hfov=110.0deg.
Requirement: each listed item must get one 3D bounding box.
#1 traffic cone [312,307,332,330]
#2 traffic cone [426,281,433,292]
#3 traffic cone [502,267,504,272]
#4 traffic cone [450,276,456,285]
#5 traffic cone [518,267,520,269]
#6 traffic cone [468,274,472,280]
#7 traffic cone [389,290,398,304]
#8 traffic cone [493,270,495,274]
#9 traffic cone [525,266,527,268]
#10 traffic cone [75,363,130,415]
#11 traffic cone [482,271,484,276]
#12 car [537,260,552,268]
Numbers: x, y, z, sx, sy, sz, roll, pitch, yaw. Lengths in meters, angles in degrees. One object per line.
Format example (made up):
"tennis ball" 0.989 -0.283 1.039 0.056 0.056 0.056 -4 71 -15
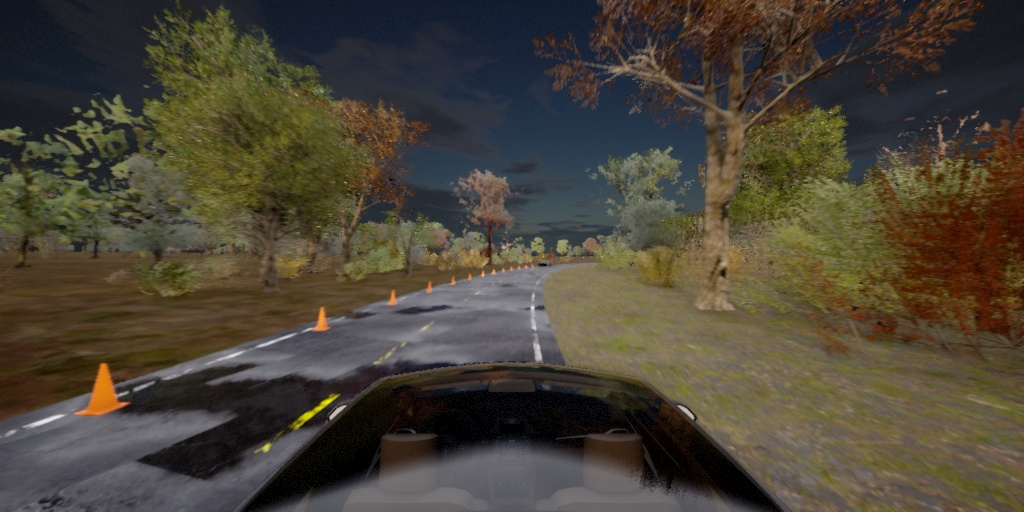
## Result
"traffic cone" -5.108 1.669 9.645 0.340 0.580 0.340 0 0 2
"traffic cone" -4.529 1.675 19.749 0.340 0.580 0.340 0 0 5
"traffic cone" -1.091 1.704 44.806 0.340 0.580 0.340 0 0 11
"traffic cone" -4.068 1.679 24.789 0.340 0.580 0.340 0 0 6
"traffic cone" 1.074 1.720 54.693 0.340 0.580 0.340 0 0 14
"traffic cone" -3.493 1.684 29.817 0.340 0.580 0.340 0 0 7
"traffic cone" -4.875 1.671 14.700 0.340 0.580 0.340 0 0 3
"traffic cone" -2.004 1.696 39.829 0.340 0.580 0.340 0 0 10
"traffic cone" 2.323 1.730 59.598 0.340 0.580 0.340 0 0 15
"traffic cone" -5.226 1.667 4.585 0.340 0.580 0.340 0 0 1
"traffic cone" -2.805 1.690 34.832 0.340 0.580 0.340 0 0 8
"car" 5.583 1.400 61.880 1.895 1.301 4.718 0 0 16
